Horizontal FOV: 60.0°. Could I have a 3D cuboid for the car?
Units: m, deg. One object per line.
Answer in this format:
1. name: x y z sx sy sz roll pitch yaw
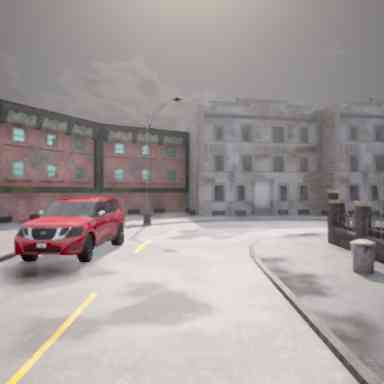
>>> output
1. car: -4.138 1.200 12.400 2.150 2.045 5.566 0 0 5
